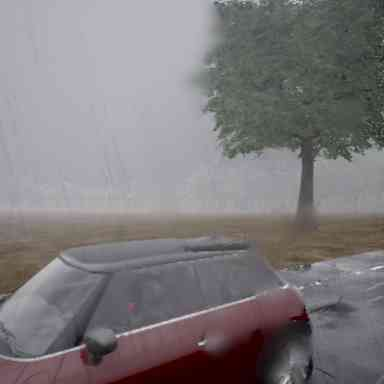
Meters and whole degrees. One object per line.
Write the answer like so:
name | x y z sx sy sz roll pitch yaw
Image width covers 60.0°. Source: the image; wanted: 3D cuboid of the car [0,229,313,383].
car | -0.854 1.354 3.384 4.553 1.767 2.097 0 0 -35
